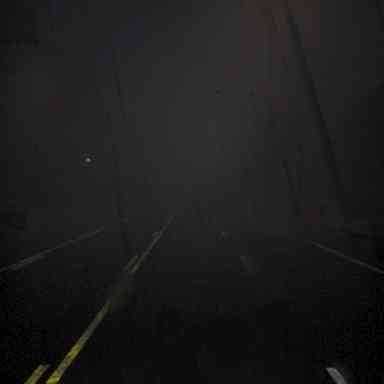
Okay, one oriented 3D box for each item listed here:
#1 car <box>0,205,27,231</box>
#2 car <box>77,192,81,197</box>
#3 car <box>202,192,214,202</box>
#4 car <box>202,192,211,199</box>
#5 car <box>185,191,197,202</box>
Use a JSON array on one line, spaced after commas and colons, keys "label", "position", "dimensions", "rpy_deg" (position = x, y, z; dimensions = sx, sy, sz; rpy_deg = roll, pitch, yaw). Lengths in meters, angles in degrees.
[{"label": "car", "position": [-10.644, 1.484, 17.651], "dimensions": [2.128, 1.511, 4.902], "rpy_deg": [0, 0, 0]}, {"label": "car", "position": [-26.220, 0.553, 73.882], "dimensions": [1.970, 1.475, 3.806], "rpy_deg": [0, 2, 0]}, {"label": "car", "position": [3.289, 1.197, 64.638], "dimensions": [2.033, 1.411, 5.357], "rpy_deg": [0, 2, 0]}, {"label": "car", "position": [3.254, 0.751, 75.045], "dimensions": [1.812, 1.442, 4.674], "rpy_deg": [0, 2, 0]}, {"label": "car", "position": [-0.212, 0.876, 64.647], "dimensions": [2.150, 2.045, 5.566], "rpy_deg": [0, 2, 0]}]
